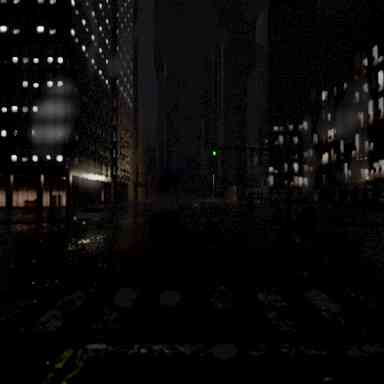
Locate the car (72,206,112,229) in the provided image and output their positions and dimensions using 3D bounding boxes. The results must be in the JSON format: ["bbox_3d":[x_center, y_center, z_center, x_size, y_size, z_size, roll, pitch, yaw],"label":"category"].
[{"bbox_3d":[-6.777,1.686,23.058,1.812,1.442,4.674,0,-1,-1],"label":"car"}]
